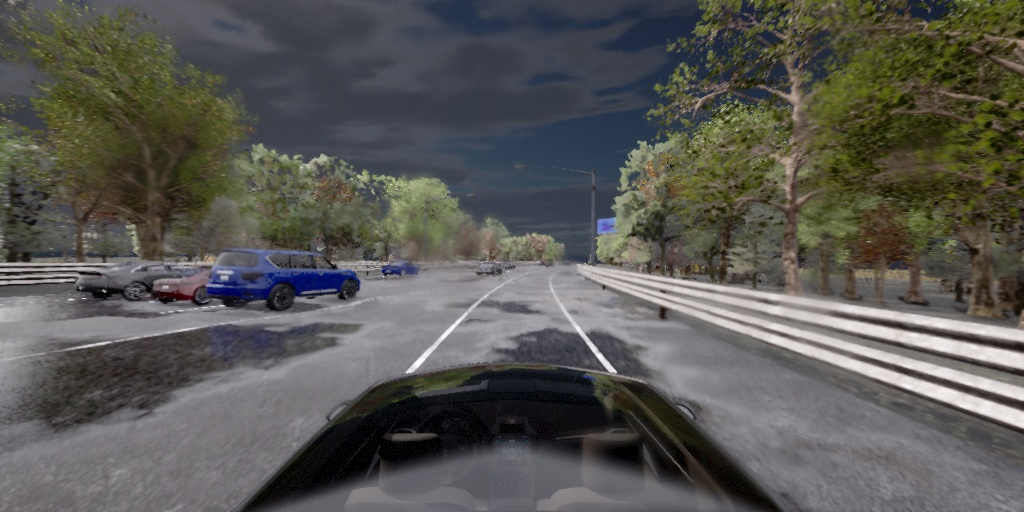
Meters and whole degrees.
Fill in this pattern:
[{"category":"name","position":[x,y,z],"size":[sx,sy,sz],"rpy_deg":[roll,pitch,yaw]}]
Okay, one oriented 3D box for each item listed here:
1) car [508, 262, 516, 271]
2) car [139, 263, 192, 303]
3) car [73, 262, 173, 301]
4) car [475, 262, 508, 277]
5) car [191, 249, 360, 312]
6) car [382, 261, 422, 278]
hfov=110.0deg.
[{"category":"car","position":[-0.627,1.690,60.959],"size":[2.128,1.511,4.902],"rpy_deg":[0,-1,13]},{"category":"car","position":[-11.713,1.095,14.557],"size":[1.994,1.385,4.181],"rpy_deg":[0,-1,14]},{"category":"car","position":[-15.100,0.996,15.432],"size":[2.128,1.511,4.902],"rpy_deg":[0,-1,14]},{"category":"car","position":[-2.338,1.469,38.658],"size":[2.033,1.411,5.357],"rpy_deg":[1,-1,13]},{"category":"car","position":[-8.289,0.828,13.734],"size":[2.150,2.045,5.566],"rpy_deg":[2,-1,14]},{"category":"car","position":[-10.516,1.253,34.562],"size":[1.882,1.535,5.008],"rpy_deg":[0,-1,13]}]
